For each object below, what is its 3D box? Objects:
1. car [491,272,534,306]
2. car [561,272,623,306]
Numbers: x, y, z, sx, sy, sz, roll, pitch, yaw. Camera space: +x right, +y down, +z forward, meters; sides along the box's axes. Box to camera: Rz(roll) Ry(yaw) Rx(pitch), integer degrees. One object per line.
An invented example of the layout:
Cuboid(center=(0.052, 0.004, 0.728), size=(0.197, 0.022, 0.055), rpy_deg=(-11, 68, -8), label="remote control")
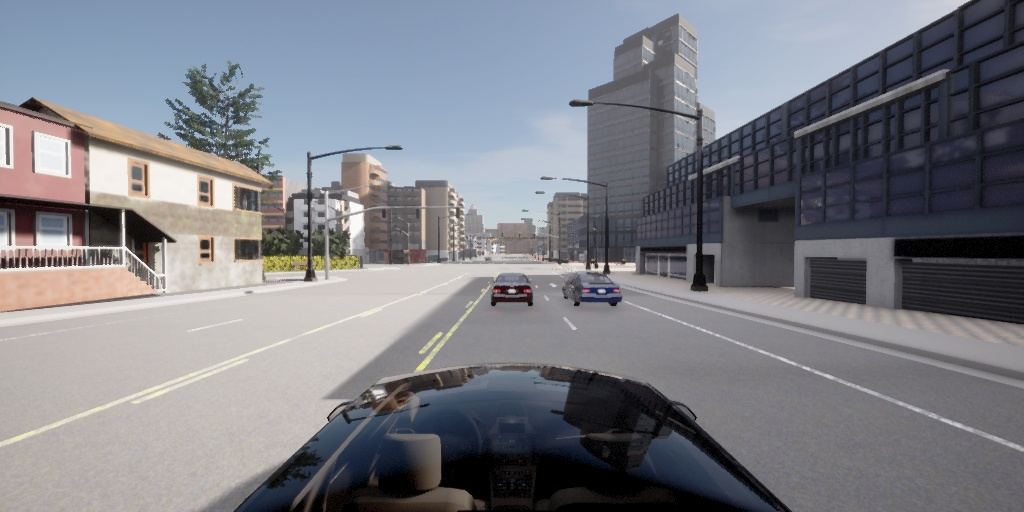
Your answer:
Cuboid(center=(0.000, 1.454, 16.512), size=(2.033, 1.411, 5.357), rpy_deg=(0, -1, 0), label="car")
Cuboid(center=(3.500, 1.454, 16.512), size=(2.033, 1.411, 5.357), rpy_deg=(0, -1, 0), label="car")
